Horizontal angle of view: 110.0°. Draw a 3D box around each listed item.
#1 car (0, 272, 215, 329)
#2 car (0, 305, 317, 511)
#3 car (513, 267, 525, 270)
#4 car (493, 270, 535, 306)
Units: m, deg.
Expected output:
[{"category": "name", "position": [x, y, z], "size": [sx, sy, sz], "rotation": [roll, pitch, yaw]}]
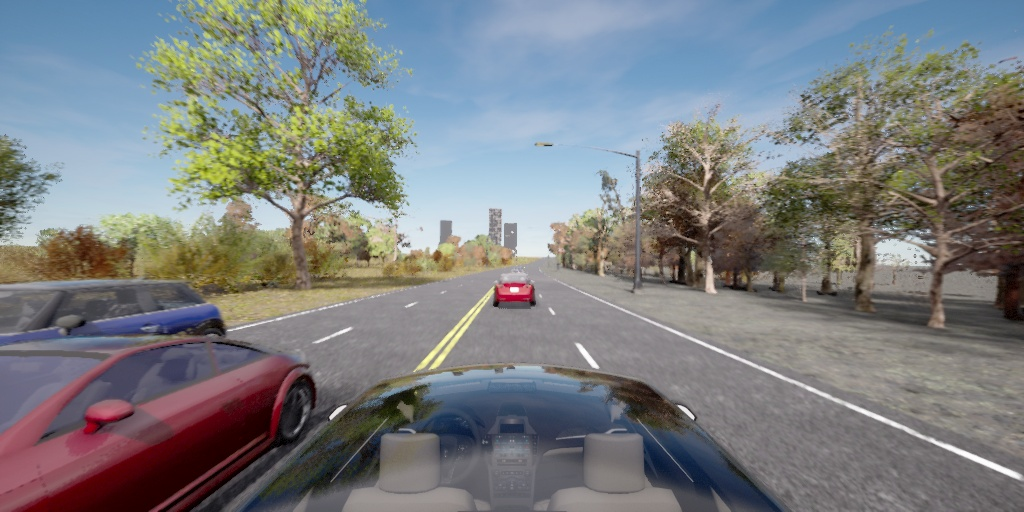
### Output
[{"category": "car", "position": [-6.551, 1.139, 4.974], "size": [2.097, 1.767, 4.553], "rotation": [1, -1, 1]}, {"category": "car", "position": [-3.321, 1.334, 2.582], "size": [1.994, 1.385, 4.181], "rotation": [1, -1, 0]}, {"category": "car", "position": [0.649, 2.264, 42.741], "size": [1.895, 1.301, 4.718], "rotation": [1, -1, 1]}, {"category": "car", "position": [0.126, 1.636, 18.348], "size": [2.163, 1.488, 4.792], "rotation": [0, -2, 1]}]
